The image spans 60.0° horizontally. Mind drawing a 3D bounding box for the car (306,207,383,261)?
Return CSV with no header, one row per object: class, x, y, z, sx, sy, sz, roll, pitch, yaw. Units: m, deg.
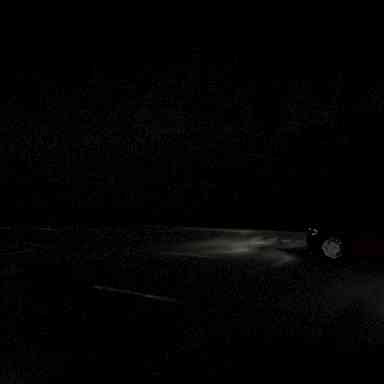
car,5.612,1.048,8.734,5.008,1.535,1.882,0,1,34
